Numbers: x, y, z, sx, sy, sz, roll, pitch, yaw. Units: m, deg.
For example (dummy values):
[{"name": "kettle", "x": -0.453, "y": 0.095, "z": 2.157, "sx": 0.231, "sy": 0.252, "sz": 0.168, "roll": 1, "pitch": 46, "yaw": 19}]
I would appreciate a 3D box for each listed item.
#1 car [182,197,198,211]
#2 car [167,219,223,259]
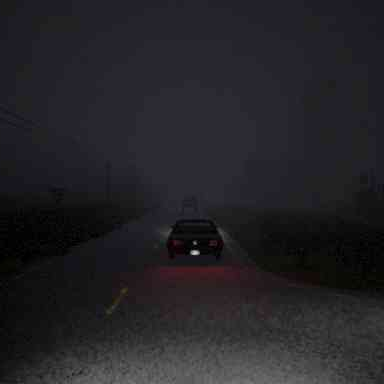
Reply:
[{"name": "car", "x": -0.281, "y": 1.656, "z": 47.027, "sx": 2.150, "sy": 2.045, "sz": 5.566, "roll": 0, "pitch": -1, "yaw": -1}, {"name": "car", "x": 0.105, "y": 1.738, "z": 13.256, "sx": 1.895, "sy": 1.301, "sz": 4.718, "roll": 0, "pitch": -1, "yaw": 0}]
